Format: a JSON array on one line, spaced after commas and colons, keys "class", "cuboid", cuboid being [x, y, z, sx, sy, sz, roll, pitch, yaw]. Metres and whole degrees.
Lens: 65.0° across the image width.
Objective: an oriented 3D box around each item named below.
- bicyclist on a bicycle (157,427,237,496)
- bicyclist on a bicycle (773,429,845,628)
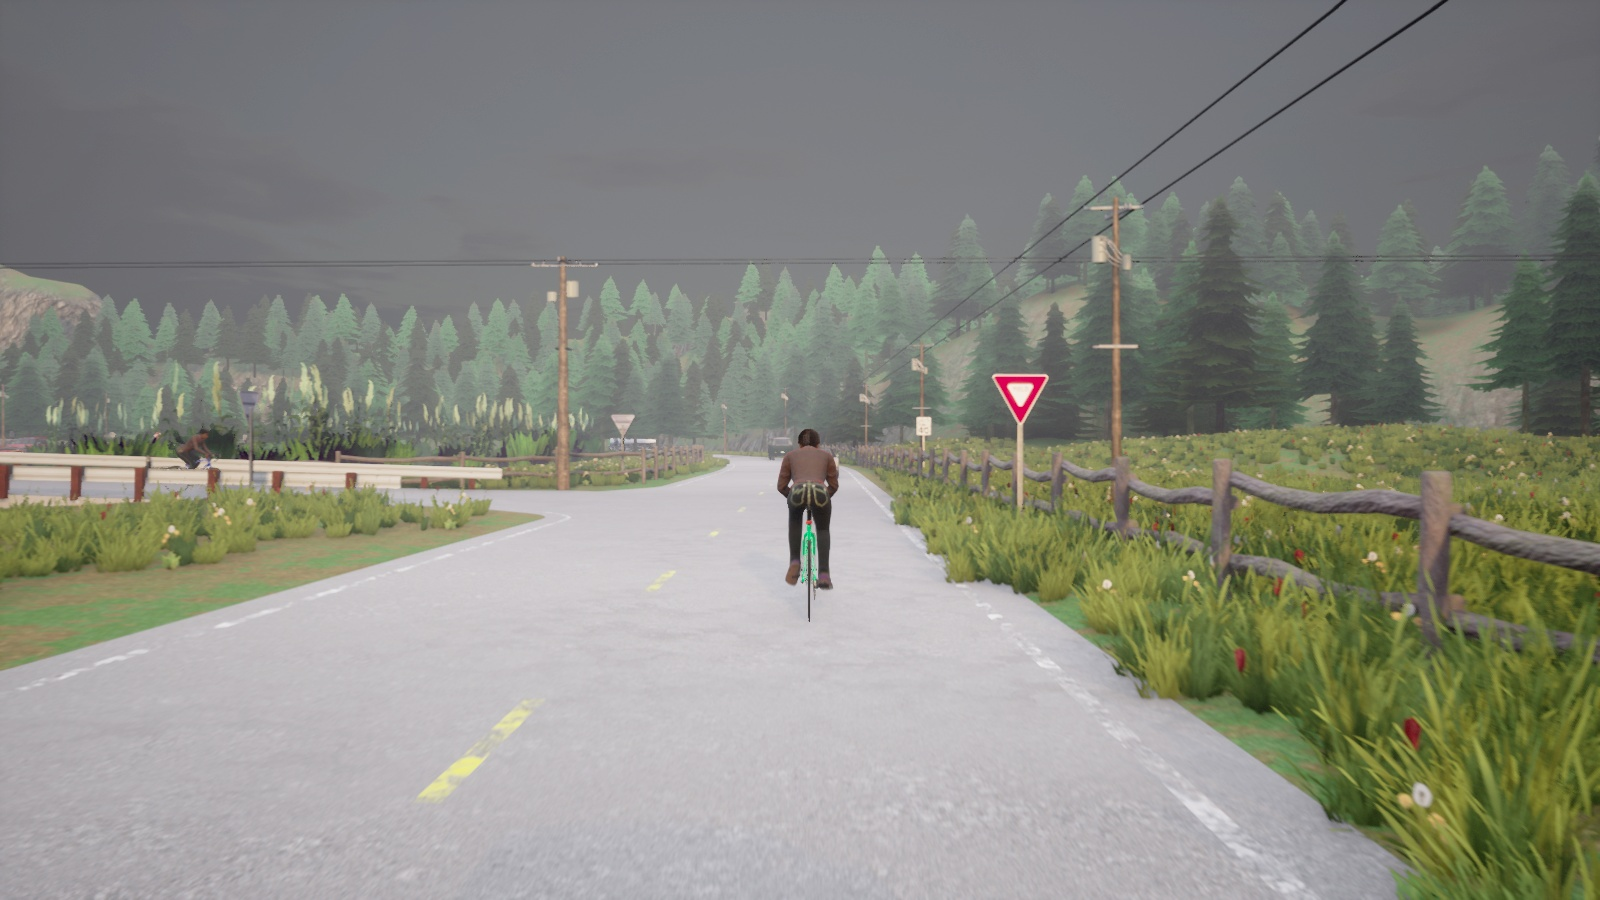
[{"class": "bicyclist on a bicycle", "cuboid": [-14.798, 0.268, 30.824, 1.656, 1.620, 0.582, 2, 0, 2]}, {"class": "bicyclist on a bicycle", "cuboid": [0.078, 0.637, 11.021, 0.582, 1.620, 1.656, 0, 0, 0]}]
